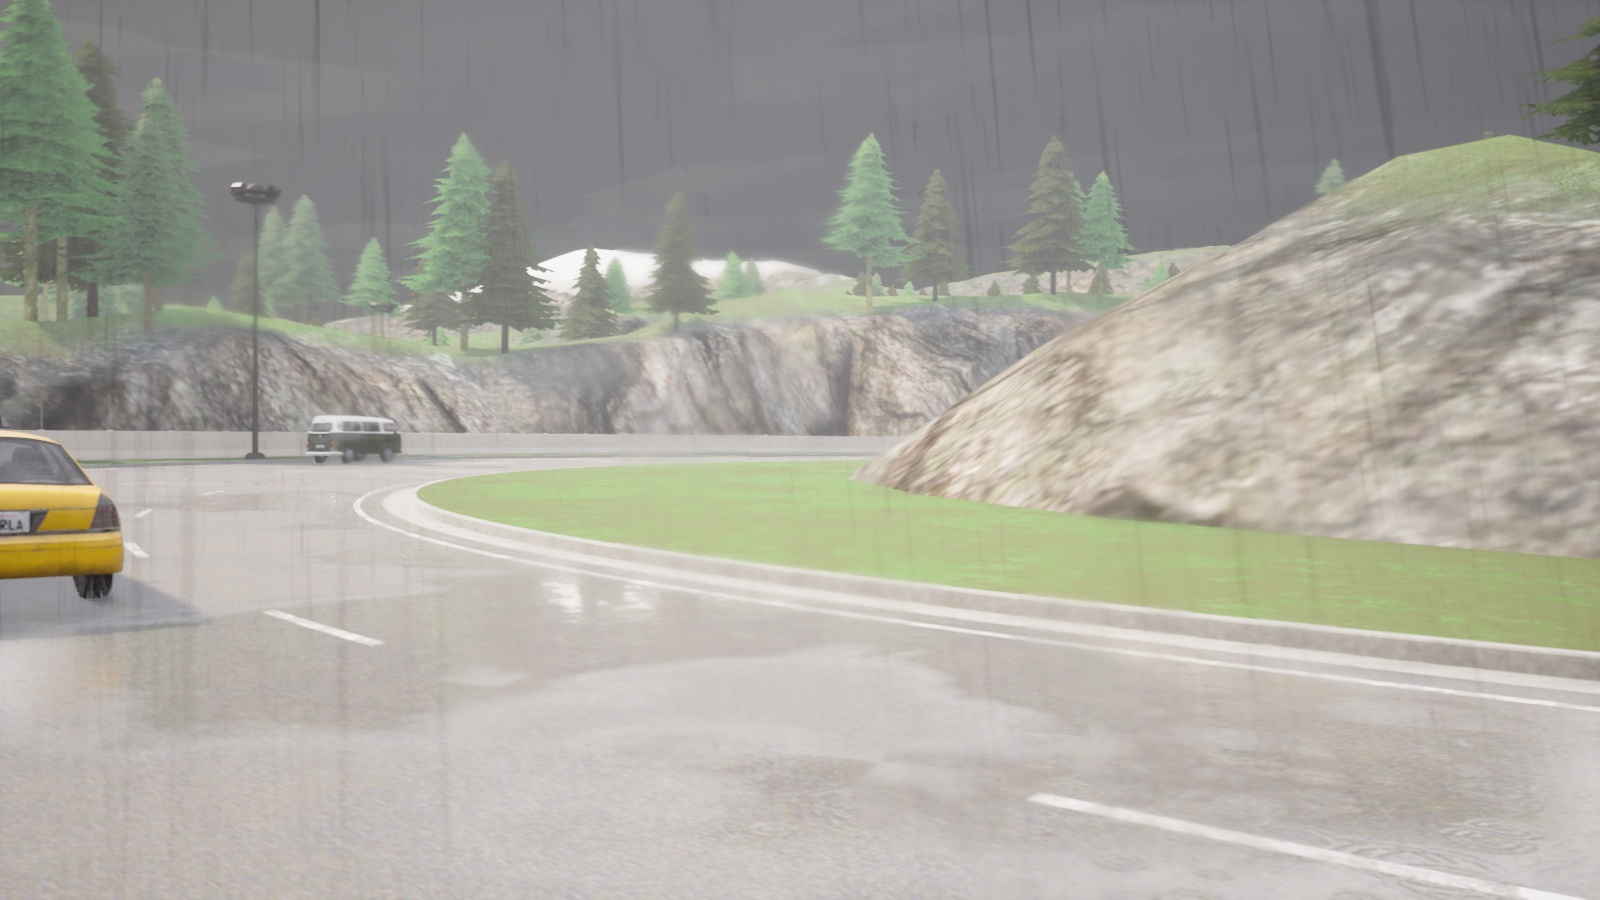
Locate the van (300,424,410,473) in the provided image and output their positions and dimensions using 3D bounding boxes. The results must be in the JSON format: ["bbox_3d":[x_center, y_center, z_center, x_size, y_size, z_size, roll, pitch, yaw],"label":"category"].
[{"bbox_3d":[-19.327,-0.086,54.732,2.069,2.038,4.480,-1,1,22],"label":"van"}]

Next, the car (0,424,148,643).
[{"bbox_3d":[-7.377,0.589,11.191,1.801,1.575,5.366,-1,1,-38],"label":"car"}]
